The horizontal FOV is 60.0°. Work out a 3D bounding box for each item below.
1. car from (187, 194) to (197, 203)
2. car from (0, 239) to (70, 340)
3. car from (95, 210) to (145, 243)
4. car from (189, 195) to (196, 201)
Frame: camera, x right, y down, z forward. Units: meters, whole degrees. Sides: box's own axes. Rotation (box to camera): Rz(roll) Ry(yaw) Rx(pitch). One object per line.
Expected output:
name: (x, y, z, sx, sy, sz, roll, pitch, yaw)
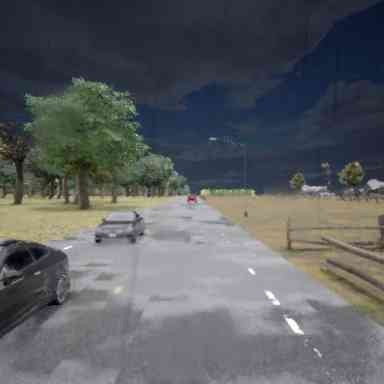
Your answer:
car: (0.026, 1.472, 77.430, 2.150, 2.045, 5.566, 0, 0, 0)
car: (-3.534, 1.571, 5.470, 1.812, 1.442, 4.674, 0, -1, 1)
car: (-3.495, 1.660, 16.942, 1.812, 1.442, 4.674, 0, 0, 0)
car: (0.029, 1.611, 87.831, 1.812, 1.442, 4.674, 0, 0, 0)
